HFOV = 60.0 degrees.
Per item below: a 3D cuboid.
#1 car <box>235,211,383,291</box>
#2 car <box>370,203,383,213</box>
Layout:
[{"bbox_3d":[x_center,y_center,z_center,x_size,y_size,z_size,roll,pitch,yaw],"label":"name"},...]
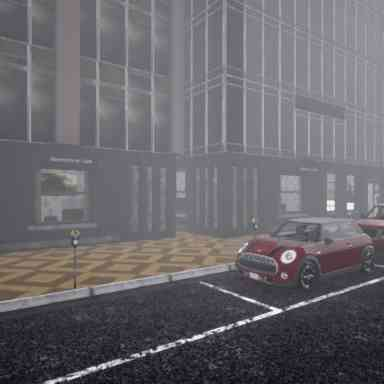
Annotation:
[{"bbox_3d":[3.080,1.439,8.933,4.097,1.590,1.967,0,0,-36],"label":"car"},{"bbox_3d":[7.605,1.310,12.161,5.009,1.841,2.192,0,0,-36],"label":"car"}]
